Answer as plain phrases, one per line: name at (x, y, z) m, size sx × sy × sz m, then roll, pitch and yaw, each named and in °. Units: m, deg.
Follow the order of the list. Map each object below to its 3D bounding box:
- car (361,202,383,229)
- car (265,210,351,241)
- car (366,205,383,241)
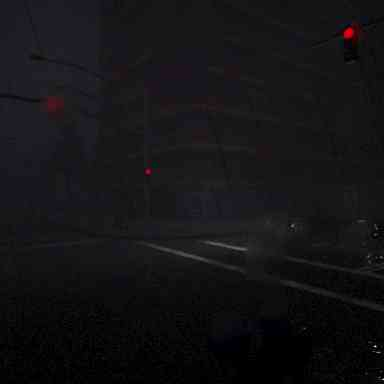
car at (13.583, 1.493, 22.266) m, size 5.008 × 1.535 × 1.882 m, roll 0°, pitch 0°, yaw -35°
car at (5.927, 1.610, 16.828) m, size 4.718 × 1.301 × 1.895 m, roll 0°, pitch 0°, yaw -35°
car at (10.423, 1.489, 15.708) m, size 5.008 × 1.535 × 1.882 m, roll 0°, pitch 0°, yaw -35°
